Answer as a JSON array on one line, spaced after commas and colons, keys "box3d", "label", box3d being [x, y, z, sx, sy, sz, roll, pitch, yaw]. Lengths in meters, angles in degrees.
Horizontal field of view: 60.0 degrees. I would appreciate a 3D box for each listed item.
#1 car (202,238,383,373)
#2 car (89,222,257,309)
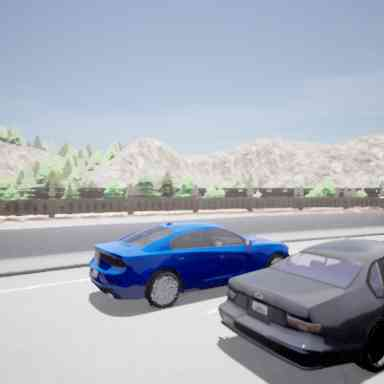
[{"box3d": [3.018, 1.533, 5.555, 5.357, 1.411, 2.033, 0, 0, -31], "label": "car"}, {"box3d": [0.192, 1.446, 7.841, 5.008, 1.535, 1.882, 0, 0, -33], "label": "car"}]
